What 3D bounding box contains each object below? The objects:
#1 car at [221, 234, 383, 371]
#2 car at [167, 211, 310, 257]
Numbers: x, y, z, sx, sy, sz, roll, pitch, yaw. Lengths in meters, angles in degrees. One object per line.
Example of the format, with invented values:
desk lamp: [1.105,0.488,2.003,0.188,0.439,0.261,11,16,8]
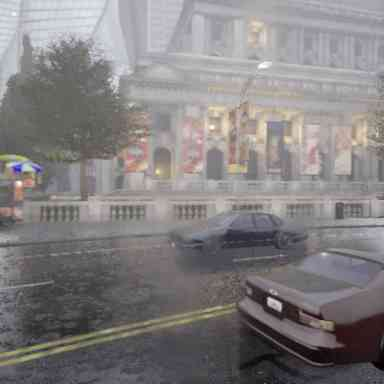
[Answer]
car: [3.352,1.505,5.387,5.357,1.411,2.033,0,1,-25]
car: [1.818,1.430,12.441,5.357,1.411,2.033,0,1,-23]
